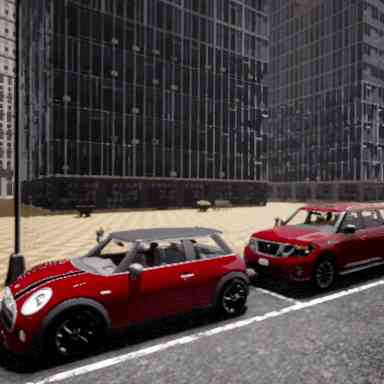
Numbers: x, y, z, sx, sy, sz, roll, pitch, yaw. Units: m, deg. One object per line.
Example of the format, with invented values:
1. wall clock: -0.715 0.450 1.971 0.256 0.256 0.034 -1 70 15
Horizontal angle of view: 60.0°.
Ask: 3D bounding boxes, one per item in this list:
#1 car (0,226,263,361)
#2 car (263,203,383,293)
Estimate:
1. car: -0.997 1.396 5.787 4.097 1.590 1.967 0 1 -33
2. car: 3.723 1.246 8.885 5.009 1.841 2.192 0 1 -33
